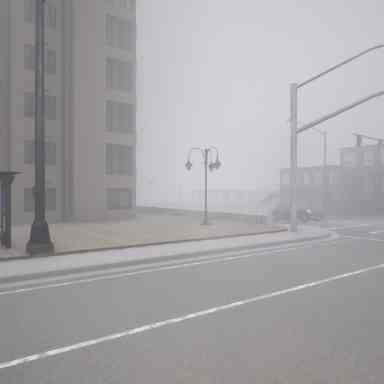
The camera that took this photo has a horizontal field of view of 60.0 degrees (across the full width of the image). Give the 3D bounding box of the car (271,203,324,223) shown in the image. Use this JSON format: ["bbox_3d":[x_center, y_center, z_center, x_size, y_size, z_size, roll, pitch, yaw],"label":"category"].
[{"bbox_3d":[9.141,1.744,29.119,2.097,1.767,4.553,1,-5,-36],"label":"car"}]
